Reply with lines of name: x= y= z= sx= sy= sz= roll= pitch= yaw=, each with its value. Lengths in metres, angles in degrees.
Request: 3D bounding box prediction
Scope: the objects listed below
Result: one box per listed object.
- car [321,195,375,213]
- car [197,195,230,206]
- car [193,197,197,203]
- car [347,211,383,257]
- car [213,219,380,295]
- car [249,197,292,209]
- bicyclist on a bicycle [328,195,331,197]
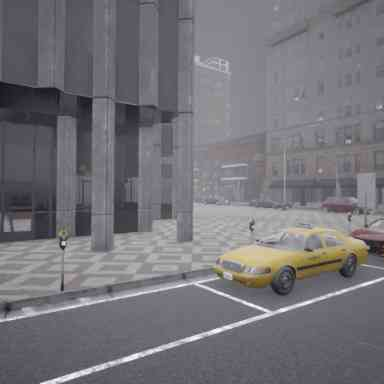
car: x=14.543 y=1.198 z=31.127 sx=2.097 sy=1.767 sz=4.553 roll=1 pitch=0 yaw=-35
car: x=3.367 y=1.161 z=47.018 sx=2.128 sy=1.511 sz=4.902 roll=1 pitch=0 yaw=-35
car: x=1.948 y=1.185 z=54.568 sx=2.033 sy=1.411 sz=5.357 roll=1 pitch=0 yaw=-35
car: x=7.472 y=1.547 z=12.077 sx=4.507 sy=1.381 sz=1.887 roll=0 pitch=1 yaw=-35
car: x=2.753 y=1.527 z=8.714 sx=4.829 sy=1.417 sz=1.752 roll=0 pitch=1 yaw=-35
car: x=9.035 y=1.307 z=38.947 sx=2.033 sy=1.411 sz=5.357 roll=1 pitch=0 yaw=-35
bicyclist on a bicycle: x=16.313 y=1.159 z=39.451 sx=1.656 sy=1.620 sz=0.582 roll=0 pitch=0 yaw=-35
